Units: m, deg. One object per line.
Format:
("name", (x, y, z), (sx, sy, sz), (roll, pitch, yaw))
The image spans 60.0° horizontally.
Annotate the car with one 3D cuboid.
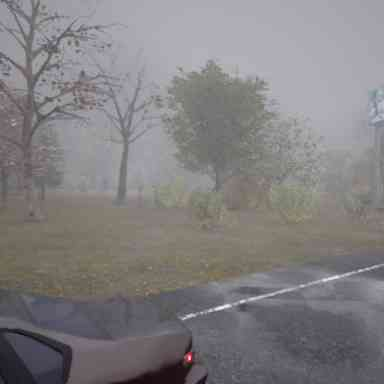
("car", (-2.417, 1.550, 2.256), (5.357, 1.411, 2.033), (0, 0, -35))
